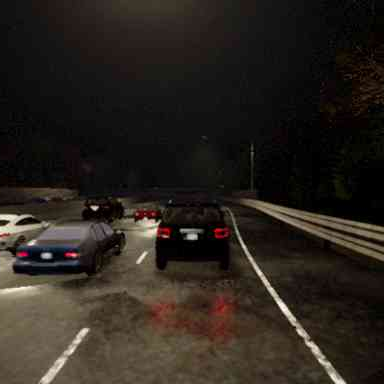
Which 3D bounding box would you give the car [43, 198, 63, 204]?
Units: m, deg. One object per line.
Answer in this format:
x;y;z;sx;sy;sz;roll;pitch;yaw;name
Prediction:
-24.539;1.804;60.272;1.812;1.442;4.674;0;0;1;car

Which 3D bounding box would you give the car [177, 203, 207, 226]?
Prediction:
0.019;1.654;25.508;2.033;1.411;5.357;0;0;1;car

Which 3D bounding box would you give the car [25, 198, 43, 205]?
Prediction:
-28.039;1.753;59.802;1.882;1.535;5.008;0;0;1;car

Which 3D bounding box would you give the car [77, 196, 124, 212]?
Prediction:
-6.972;1.333;26.590;2.150;2.045;5.566;0;0;0;car

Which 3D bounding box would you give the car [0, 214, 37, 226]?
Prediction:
-6.957;1.578;13.043;1.812;1.442;4.674;0;0;0;car

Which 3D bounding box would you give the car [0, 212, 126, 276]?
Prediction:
-3.475;1.589;10.496;2.033;1.411;5.357;0;0;1;car

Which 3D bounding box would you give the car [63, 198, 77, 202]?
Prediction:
-21.043;1.757;60.341;1.882;1.535;5.008;0;0;1;car

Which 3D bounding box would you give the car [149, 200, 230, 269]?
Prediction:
0.032;1.269;11.450;2.150;2.045;5.566;0;0;0;car

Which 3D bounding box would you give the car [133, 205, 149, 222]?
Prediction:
-3.469;1.713;27.045;1.895;1.301;4.718;0;0;0;car

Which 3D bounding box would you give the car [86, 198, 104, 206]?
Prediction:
-17.548;1.784;60.502;1.837;1.490;4.892;0;0;1;car
